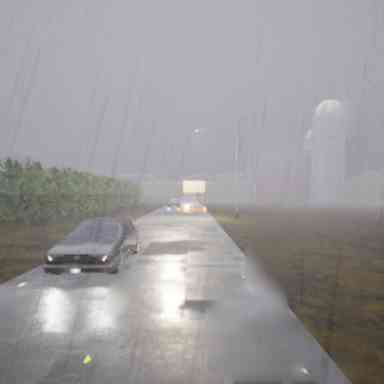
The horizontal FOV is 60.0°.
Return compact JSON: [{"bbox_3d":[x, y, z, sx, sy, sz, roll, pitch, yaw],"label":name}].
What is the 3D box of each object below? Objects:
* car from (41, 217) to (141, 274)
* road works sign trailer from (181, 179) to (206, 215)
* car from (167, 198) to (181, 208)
[{"bbox_3d":[-2.847,1.550,10.789,2.033,1.411,5.357,0,0,0],"label":"car"},{"bbox_3d":[0.194,0.505,33.814,2.380,3.560,2.880,0,0,-4],"label":"road works sign trailer"},{"bbox_3d":[-2.814,1.661,52.254,1.812,1.442,4.674,0,0,0],"label":"car"}]
